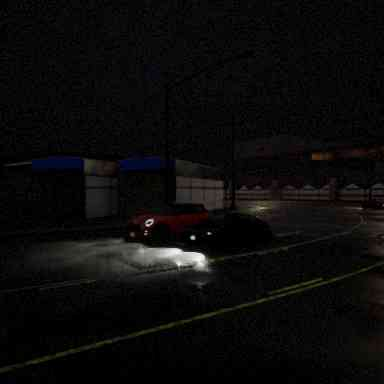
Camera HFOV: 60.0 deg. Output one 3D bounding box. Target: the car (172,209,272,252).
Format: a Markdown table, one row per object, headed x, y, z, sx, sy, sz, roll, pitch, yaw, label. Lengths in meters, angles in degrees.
| x | y | z | sx | sy | sz | roll | pitch | yaw | label |
| --- | --- | --- | --- | --- | --- | --- | --- | --- | --- |
| 1.526 | 1.564 | 14.079 | 4.181 | 1.385 | 1.994 | 0 | 0 | -42 | car |

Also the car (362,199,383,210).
| x | y | z | sx | sy | sz | roll | pitch | yaw | label |
| --- | --- | --- | --- | --- | --- | --- | --- | --- | --- |
| 23.097 | 1.564 | 41.751 | 1.994 | 1.385 | 4.181 | 0 | 0 | 5 | car |

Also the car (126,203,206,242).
| x | y | z | sx | sy | sz | roll | pitch | yaw | label |
| --- | --- | --- | --- | --- | --- | --- | --- | --- | --- |
| -1.002 | 1.353 | 16.502 | 4.553 | 1.767 | 2.097 | 0 | 0 | -41 | car |
